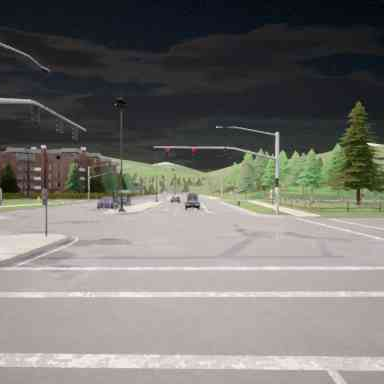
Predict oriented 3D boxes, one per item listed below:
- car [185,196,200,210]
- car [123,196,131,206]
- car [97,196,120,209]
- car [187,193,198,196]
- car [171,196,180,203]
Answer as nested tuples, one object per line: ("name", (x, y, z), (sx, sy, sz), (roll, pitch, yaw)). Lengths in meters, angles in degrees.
("car", (0.061, 1.601, 43.533), (1.895, 1.301, 4.718), (0, 0, 0))
("car", (-11.466, 1.505, 55.931), (1.837, 1.490, 4.892), (0, 0, 1))
("car", (-11.490, 1.352, 45.661), (2.097, 1.767, 4.553), (0, 0, 1))
("car", (0.097, 1.221, 68.969), (2.150, 2.045, 5.566), (0, 0, 0))
("car", (-3.403, 1.491, 68.942), (2.128, 1.511, 4.902), (0, 0, 0))
